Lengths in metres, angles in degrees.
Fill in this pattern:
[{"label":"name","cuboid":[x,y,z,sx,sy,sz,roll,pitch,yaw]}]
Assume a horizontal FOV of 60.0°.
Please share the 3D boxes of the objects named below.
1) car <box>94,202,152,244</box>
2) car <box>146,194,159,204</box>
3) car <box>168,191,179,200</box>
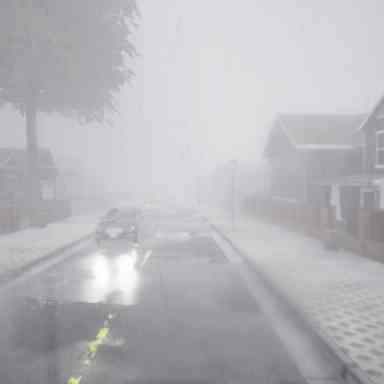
[{"label":"car","cuboid":[-3.221,1.459,15.701,2.128,1.511,4.902,0,0,-3]},{"label":"car","cuboid":[-6.634,1.069,56.103,2.097,1.767,4.553,0,1,-6]},{"label":"car","cuboid":[-4.385,0.979,73.073,1.812,1.442,4.674,0,1,-3]}]
